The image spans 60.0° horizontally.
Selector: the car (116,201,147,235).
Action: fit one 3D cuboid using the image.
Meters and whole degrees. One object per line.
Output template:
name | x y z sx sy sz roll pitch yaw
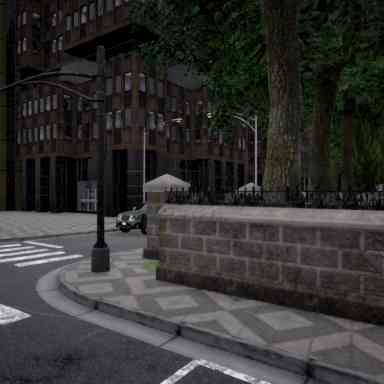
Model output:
car | -2.441 1.584 22.039 2.150 2.045 5.566 0 -1 35
